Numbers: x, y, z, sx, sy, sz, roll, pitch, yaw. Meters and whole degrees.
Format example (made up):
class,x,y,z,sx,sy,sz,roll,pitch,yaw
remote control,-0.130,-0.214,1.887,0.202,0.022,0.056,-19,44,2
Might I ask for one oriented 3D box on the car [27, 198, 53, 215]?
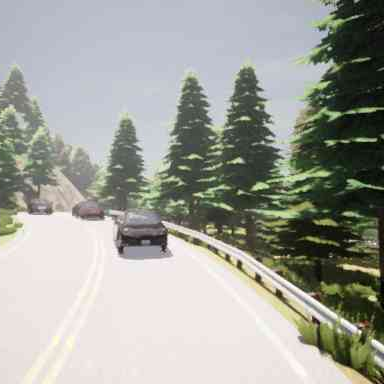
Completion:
class,x,y,z,sx,sy,sz,roll,pitch,yaw
car,-14.123,1.309,30.808,2.128,1.511,4.902,2,-2,-30

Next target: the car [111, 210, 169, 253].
class,x,y,z,sx,sy,sz,roll,pitch,yaw
car,-2.235,1.498,13.715,2.128,1.511,4.902,1,0,-16

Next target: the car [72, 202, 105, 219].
class,x,y,z,sx,sy,sz,roll,pitch,yaw
car,-8.855,1.509,28.202,1.994,1.385,4.181,2,-1,-31
